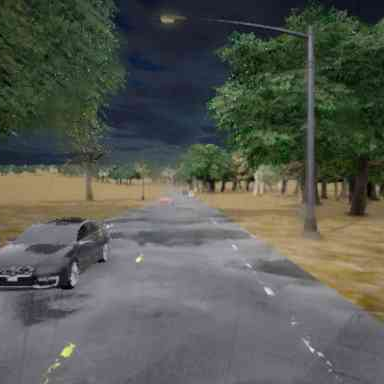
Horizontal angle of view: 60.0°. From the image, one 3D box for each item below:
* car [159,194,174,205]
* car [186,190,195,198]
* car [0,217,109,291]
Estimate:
[{"bbox_3d":[-4.042,1.113,52.690,2.097,1.767,4.553,0,1,-1],"label":"car"},{"bbox_3d":[-0.115,0.656,88.747,1.801,1.575,5.366,0,1,-2],"label":"car"},{"bbox_3d":[-3.620,1.503,9.133,1.837,1.490,4.892,0,0,0],"label":"car"}]
